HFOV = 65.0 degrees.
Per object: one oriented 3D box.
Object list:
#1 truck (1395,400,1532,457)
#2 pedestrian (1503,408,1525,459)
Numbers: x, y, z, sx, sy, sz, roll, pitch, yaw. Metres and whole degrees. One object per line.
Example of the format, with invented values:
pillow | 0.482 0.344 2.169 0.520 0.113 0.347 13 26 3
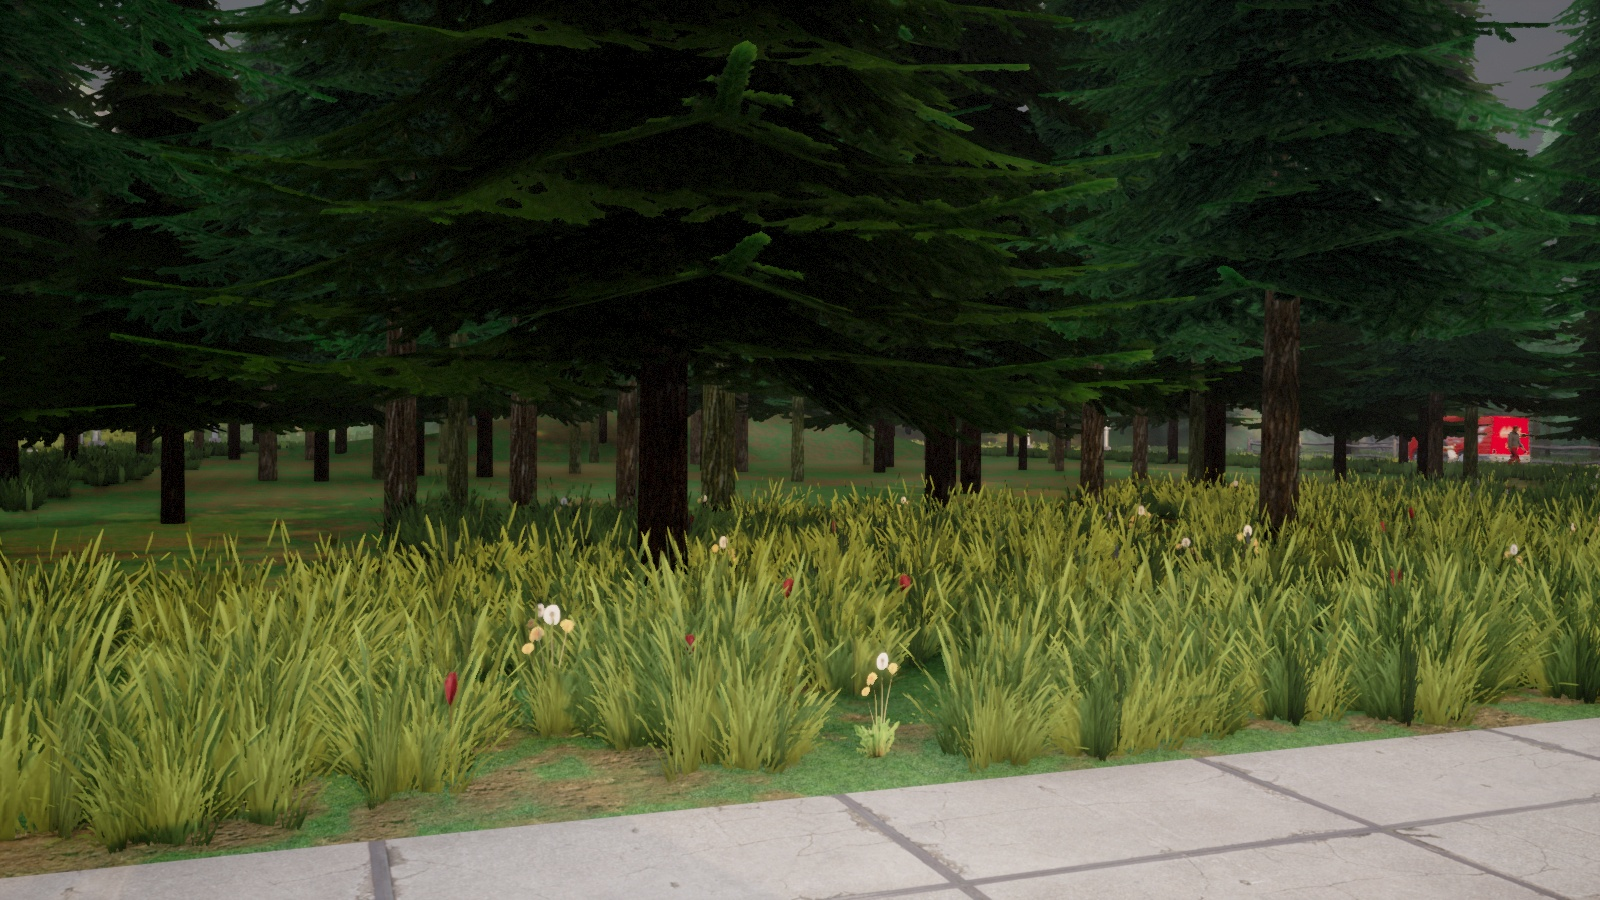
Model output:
truck | 30.489 -0.987 57.905 2.627 2.467 5.204 -1 1 -20
pedestrian | 26.577 -0.614 46.719 0.353 1.847 0.614 -1 1 -24
